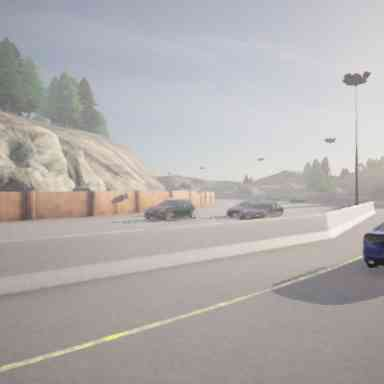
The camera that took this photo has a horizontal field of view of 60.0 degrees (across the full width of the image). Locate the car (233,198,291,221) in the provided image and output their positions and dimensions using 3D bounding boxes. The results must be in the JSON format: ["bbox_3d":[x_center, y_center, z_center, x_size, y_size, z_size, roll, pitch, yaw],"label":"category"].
[{"bbox_3d":[5.207,1.475,24.252,1.837,1.490,4.892,0,0,37],"label":"car"}]

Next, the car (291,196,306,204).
[{"bbox_3d":[19.948,1.444,62.740,2.033,1.411,5.357,0,0,4],"label":"car"}]

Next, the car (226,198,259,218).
[{"bbox_3d":[5.028,1.520,29.767,2.033,1.411,5.357,0,0,34],"label":"car"}]

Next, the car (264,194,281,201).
[{"bbox_3d":[16.552,1.139,68.618,2.033,1.411,5.357,0,0,0],"label":"car"}]

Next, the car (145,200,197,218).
[{"bbox_3d":[-1.916,1.568,32.024,2.033,1.411,5.357,0,0,37],"label":"car"}]

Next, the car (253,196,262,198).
[{"bbox_3d":[13.045,1.500,65.722,1.837,1.490,4.892,0,0,2],"label":"car"}]

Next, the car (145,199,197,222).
[{"bbox_3d":[-1.634,1.370,26.920,2.097,1.767,4.553,0,0,39],"label":"car"}]

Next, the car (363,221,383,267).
[{"bbox_3d":[6.951,1.434,10.192,5.008,1.535,1.882,-1,0,-44],"label":"car"}]
